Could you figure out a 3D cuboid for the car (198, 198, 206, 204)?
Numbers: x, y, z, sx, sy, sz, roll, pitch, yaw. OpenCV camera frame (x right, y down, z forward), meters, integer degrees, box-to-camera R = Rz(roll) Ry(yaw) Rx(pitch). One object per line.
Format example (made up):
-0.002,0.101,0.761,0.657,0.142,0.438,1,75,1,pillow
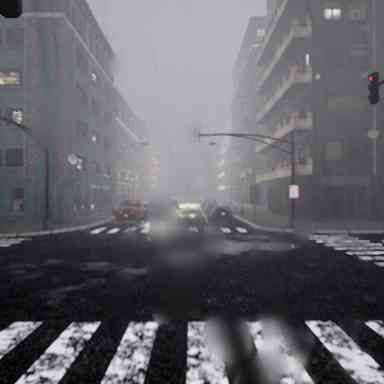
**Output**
2.540,2.326,84.755,1.887,1.381,4.507,0,0,0,car

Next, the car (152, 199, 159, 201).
-5.328,1.978,45.890,1.887,1.381,4.507,0,-1,0,car

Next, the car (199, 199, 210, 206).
2.546,2.185,68.100,2.008,1.369,4.403,0,-1,0,car

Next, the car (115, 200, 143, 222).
-5.322,1.595,29.236,2.192,1.841,5.009,0,-1,0,car

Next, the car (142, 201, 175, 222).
-2.859,1.831,29.555,2.033,1.411,5.357,0,-1,0,car

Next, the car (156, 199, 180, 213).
-2.859,1.924,39.657,2.033,1.411,5.357,0,-1,0,car

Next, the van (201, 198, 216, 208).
2.553,1.774,45.895,1.690,1.788,3.998,0,-1,0,van

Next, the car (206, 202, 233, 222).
2.558,1.846,29.237,1.947,1.339,4.313,0,-1,0,car

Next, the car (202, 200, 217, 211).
2.554,1.965,40.340,1.802,1.307,4.206,0,-1,0,car

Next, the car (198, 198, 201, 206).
2.549,1.975,56.997,1.967,1.590,4.097,0,-1,0,car

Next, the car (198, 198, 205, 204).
2.538,2.374,90.307,1.887,1.381,4.507,0,0,0,car
